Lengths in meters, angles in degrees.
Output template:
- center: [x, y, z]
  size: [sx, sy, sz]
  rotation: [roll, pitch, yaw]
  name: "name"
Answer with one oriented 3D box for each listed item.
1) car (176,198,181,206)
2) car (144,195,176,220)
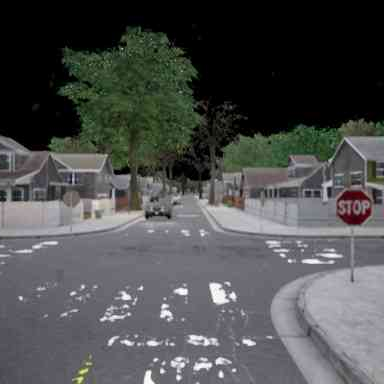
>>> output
- center: [-2.867, 1.698, 57.159]
  size: [1.994, 1.385, 4.181]
  rotation: [0, 0, 0]
  name: "car"
- center: [-2.807, 1.325, 29.279]
  size: [2.150, 2.045, 5.566]
  rotation: [0, 0, 0]
  name: "car"
